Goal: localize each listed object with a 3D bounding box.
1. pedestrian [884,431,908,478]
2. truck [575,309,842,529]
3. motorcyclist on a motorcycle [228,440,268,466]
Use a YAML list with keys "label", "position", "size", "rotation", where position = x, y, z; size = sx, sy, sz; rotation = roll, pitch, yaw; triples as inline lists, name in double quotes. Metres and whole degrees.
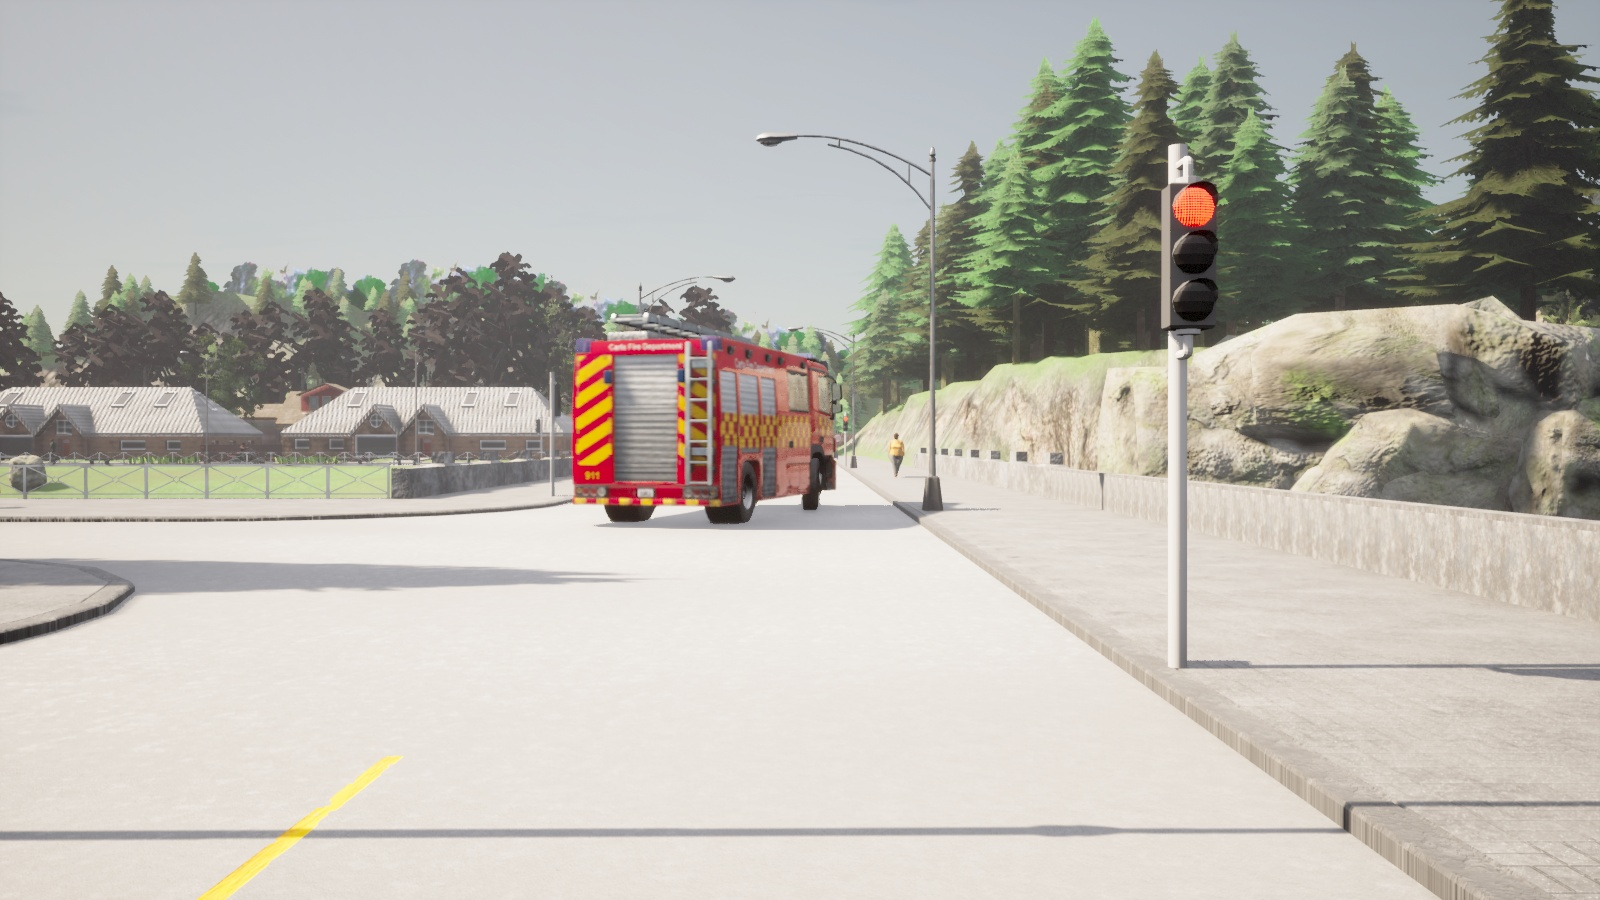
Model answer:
- label: "pedestrian"
  position: [3.829, 0.177, 50.032]
  size: [0.874, 1.855, 0.900]
  rotation: [0, 0, 0]
- label: "truck"
  position: [-1.535, -0.568, 26.386]
  size: [2.891, 3.827, 8.468]
  rotation: [0, 0, 16]
- label: "motorcyclist on a motorcycle"
  position: [-36.732, 0.196, 83.559]
  size: [2.350, 1.649, 0.766]
  rotation: [0, 0, 0]
